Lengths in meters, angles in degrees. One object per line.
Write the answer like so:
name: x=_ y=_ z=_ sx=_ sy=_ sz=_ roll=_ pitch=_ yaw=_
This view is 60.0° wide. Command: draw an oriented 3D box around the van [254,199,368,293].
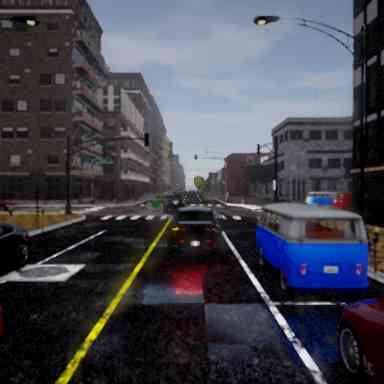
van: x=2.663 y=1.223 z=8.217 sx=1.690 sy=1.788 sz=3.998 roll=0 pitch=1 yaw=0

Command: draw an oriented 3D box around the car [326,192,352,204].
car: x=14.927 y=0.939 z=29.105 sx=5.009 sy=1.841 sz=2.192 roll=0 pitch=0 yaw=0

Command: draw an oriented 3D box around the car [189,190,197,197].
car: x=0.012 y=0.289 z=79.771 sx=2.097 sy=1.767 sz=4.553 roll=0 pitch=1 yaw=0

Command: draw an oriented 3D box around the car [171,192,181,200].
car: x=-3.010 y=0.665 z=63.438 sx=1.812 sy=1.442 sz=4.674 roll=0 pitch=1 yaw=0

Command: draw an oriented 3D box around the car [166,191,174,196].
car: x=-5.675 y=0.382 z=86.066 sx=1.752 sy=1.417 sz=4.829 roll=0 pitch=1 yaw=0

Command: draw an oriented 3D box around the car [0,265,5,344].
car: x=-3.098 y=1.576 z=1.605 sx=1.895 sy=1.301 sz=4.718 roll=0 pitch=1 yaw=0

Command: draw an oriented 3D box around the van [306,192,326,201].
van: x=14.906 y=0.887 z=37.485 sx=3.998 sy=1.788 sz=1.690 roll=0 pitch=0 yaw=0

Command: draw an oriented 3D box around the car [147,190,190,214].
car: x=-2.369 y=0.918 z=29.495 sx=2.097 sy=1.767 sz=4.553 roll=0 pitch=1 yaw=-28

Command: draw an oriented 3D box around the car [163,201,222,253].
car: x=0.103 y=1.322 z=12.774 sx=1.837 sy=1.490 sz=4.892 roll=0 pitch=1 yaw=0

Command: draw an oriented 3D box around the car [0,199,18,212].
car: x=-17.461 y=1.116 z=29.032 sx=4.206 sy=1.307 sz=1.802 roll=0 pitch=0 yaw=0

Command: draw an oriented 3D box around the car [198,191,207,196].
car: x=2.706 y=0.405 z=86.235 sx=2.008 sy=1.369 sz=4.403 roll=0 pitch=1 yaw=0

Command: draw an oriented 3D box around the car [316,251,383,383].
car: x=2.661 y=1.544 z=2.532 sx=1.802 sy=1.307 sz=4.206 roll=0 pitch=1 yaw=0

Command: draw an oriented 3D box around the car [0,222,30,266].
car: x=-5.685 y=1.447 z=8.247 sx=1.947 sy=1.339 sz=4.313 roll=0 pitch=1 yaw=0

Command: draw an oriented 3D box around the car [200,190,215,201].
car: x=2.701 y=0.798 z=53.173 sx=1.752 sy=1.417 sz=4.829 roll=0 pitch=1 yaw=0

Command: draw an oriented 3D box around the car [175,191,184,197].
car: x=-2.988 y=0.459 z=79.771 sx=2.033 sy=1.411 sz=5.357 roll=0 pitch=1 yaw=0

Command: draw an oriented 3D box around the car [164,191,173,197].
car: x=-5.676 y=0.473 z=80.697 sx=2.008 sy=1.369 sz=4.403 roll=0 pitch=1 yaw=0

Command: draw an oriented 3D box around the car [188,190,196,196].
car: x=0.014 y=0.177 z=89.807 sx=1.882 sy=1.535 sz=5.008 roll=0 pitch=1 yaw=0

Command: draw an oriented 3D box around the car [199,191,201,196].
car: x=2.702 y=0.713 z=64.081 sx=1.802 sy=1.307 sz=4.206 roll=0 pitch=1 yaw=0
